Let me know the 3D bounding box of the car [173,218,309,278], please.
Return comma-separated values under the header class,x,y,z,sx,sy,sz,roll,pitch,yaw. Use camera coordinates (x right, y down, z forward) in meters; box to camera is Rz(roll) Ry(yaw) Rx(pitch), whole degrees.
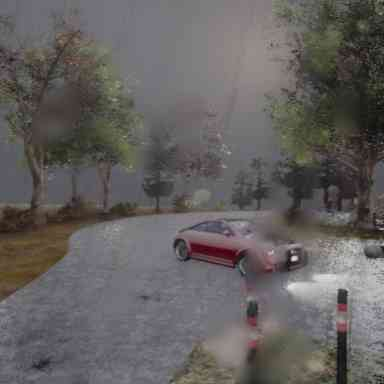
class,x,y,z,sx,sy,sz,roll,pitch,yaw
car,1.312,1.516,10.060,1.994,1.385,4.181,0,0,-43
